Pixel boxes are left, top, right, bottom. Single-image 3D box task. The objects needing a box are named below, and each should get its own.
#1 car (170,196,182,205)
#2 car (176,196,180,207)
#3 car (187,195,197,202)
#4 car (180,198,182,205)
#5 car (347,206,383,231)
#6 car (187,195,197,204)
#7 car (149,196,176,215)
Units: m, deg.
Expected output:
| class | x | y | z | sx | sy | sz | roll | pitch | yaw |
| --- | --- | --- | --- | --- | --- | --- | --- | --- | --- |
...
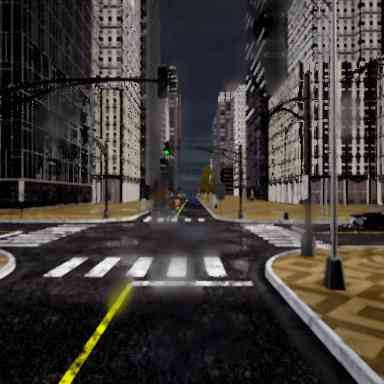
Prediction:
| class | x | y | z | sx | sy | sz | roll | pitch | yaw |
| --- | --- | --- | --- | --- | --- | --- | --- | --- | --- |
| car | -2.993 | 1.572 | 62.901 | 1.882 | 1.535 | 5.008 | 0 | 0 | 0 |
| car | -3.064 | 1.615 | 43.357 | 2.033 | 1.411 | 5.357 | 0 | 0 | 0 |
| car | 0.009 | 1.469 | 75.563 | 2.128 | 1.511 | 4.902 | 0 | 0 | 0 |
| car | -2.994 | 1.432 | 52.683 | 2.097 | 1.767 | 4.553 | 0 | 0 | 0 |
| car | 12.287 | 1.595 | 20.731 | 4.902 | 1.511 | 2.128 | 0 | 0 | -3 |
| car | 0.008 | 1.645 | 65.142 | 2.033 | 1.411 | 5.357 | 0 | 0 | 0 |
| car | -3.110 | 1.406 | 33.885 | 2.097 | 1.767 | 4.553 | 0 | 0 | 1 |
